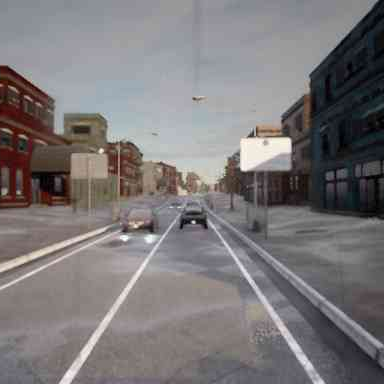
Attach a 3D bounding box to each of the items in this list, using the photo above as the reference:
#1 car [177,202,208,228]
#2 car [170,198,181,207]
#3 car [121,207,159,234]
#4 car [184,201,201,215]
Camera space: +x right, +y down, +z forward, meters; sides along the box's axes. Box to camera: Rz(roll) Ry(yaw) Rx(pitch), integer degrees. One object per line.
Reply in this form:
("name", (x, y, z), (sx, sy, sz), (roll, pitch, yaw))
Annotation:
("car", (0.102, 1.724, 23.729), (1.837, 1.490, 4.892), (0, -1, 0))
("car", (-3.013, 2.002, 63.145), (1.837, 1.490, 4.892), (0, 1, 1))
("car", (-3.099, 1.695, 20.730), (1.812, 1.442, 4.674), (0, -1, 0))
("car", (0.104, 1.984, 41.870), (2.033, 1.649, 4.856), (0, -1, 0))
